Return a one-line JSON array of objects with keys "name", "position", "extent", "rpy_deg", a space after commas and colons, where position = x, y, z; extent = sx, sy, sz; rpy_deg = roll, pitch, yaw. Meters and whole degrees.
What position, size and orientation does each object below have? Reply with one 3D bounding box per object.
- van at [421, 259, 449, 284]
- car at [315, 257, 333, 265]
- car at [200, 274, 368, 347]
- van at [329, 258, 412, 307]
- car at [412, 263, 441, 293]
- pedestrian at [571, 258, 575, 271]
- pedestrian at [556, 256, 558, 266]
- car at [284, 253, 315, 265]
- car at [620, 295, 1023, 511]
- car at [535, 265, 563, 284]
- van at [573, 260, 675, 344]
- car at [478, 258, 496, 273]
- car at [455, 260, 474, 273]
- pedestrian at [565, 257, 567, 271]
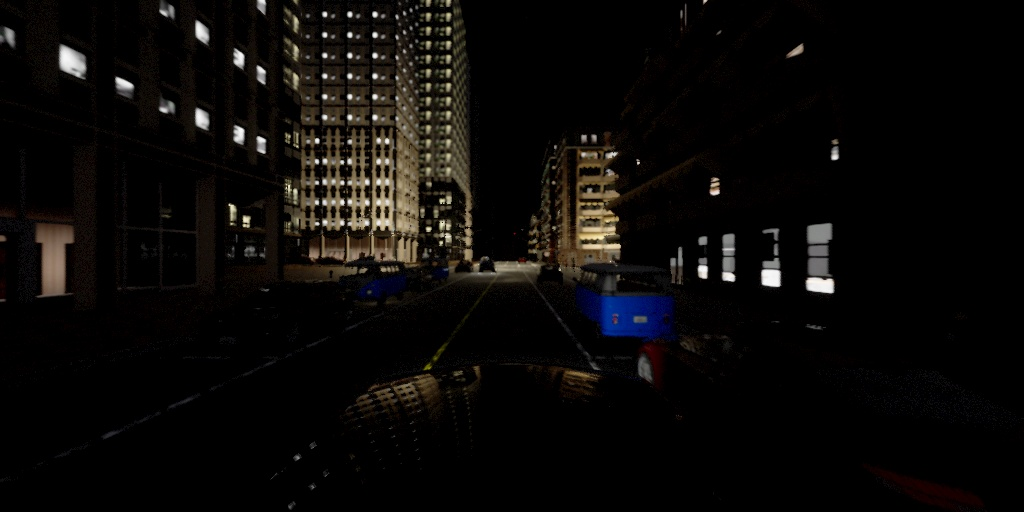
[{"name": "van", "position": [-5.686, 1.095, 26.296], "extent": [1.690, 1.789, 3.998], "rpy_deg": [0, 0, 0]}, {"name": "car", "position": [-26.712, 0.870, 54.000], "extent": [4.207, 1.307, 1.802], "rpy_deg": [0, 0, 0]}, {"name": "car", "position": [-5.689, 1.316, 9.351], "extent": [1.948, 1.339, 4.313], "rpy_deg": [0, 0, 0]}, {"name": "van", "position": [-5.688, 1.092, 14.999], "extent": [1.690, 1.789, 3.998], "rpy_deg": [0, 0, 0]}, {"name": "car", "position": [-5.687, 1.303, 20.648], "extent": [2.007, 1.370, 4.403], "rpy_deg": [0, 0, 0]}, {"name": "pedestrian", "position": [8.143, 1.097, 47.975], "extent": [0.375, 1.860, 0.375], "rpy_deg": [0, 0, 0]}, {"name": "pedestrian", "position": [6.143, 0.906, 48.575], "extent": [0.375, 1.860, 0.375], "rpy_deg": [0, 0, 0]}, {"name": "car", "position": [-32.286, 0.496, 53.989], "extent": [5.009, 1.841, 2.192], "rpy_deg": [0, 0, 0]}, {"name": "car", "position": [2.691, 1.332, 3.700], "extent": [1.802, 1.307, 4.207], "rpy_deg": [0, 0, 0]}, {"name": "car", "position": [2.695, 1.304, 26.294], "extent": [2.007, 1.370, 4.403], "rpy_deg": [0, 0, 0]}, {"name": "van", "position": [2.692, 1.091, 9.349], "extent": [1.690, 1.789, 3.998], "rpy_deg": [0, 0, 0]}, {"name": "car", "position": [-3.016, 1.287, 44.352], "extent": [1.812, 1.442, 4.674], "rpy_deg": [0, 0, 1]}, {"name": "car", "position": [-5.683, 1.201, 43.242], "extent": [1.967, 1.591, 4.097], "rpy_deg": [0, 0, 0]}, {"name": "pedestrian", "position": [7.143, 1.071, 47.375], "extent": [0.375, 1.860, 0.375], "rpy_deg": [0, 0, 0]}]
